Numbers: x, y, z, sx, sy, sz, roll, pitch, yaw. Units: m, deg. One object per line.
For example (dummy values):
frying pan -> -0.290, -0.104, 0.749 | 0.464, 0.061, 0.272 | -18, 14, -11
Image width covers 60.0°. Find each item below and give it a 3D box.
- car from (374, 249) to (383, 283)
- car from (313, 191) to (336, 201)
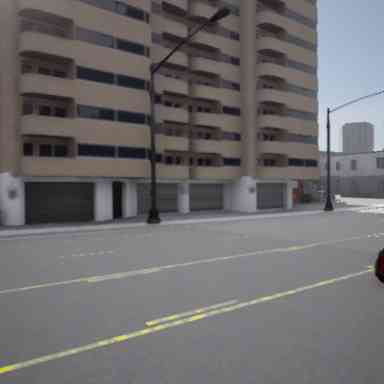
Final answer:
car -> 6.431, 1.567, 8.335 | 4.181, 1.385, 1.994 | 0, 0, -36
car -> 19.907, 0.581, 49.989 | 3.806, 1.475, 1.970 | -3, 1, -35
